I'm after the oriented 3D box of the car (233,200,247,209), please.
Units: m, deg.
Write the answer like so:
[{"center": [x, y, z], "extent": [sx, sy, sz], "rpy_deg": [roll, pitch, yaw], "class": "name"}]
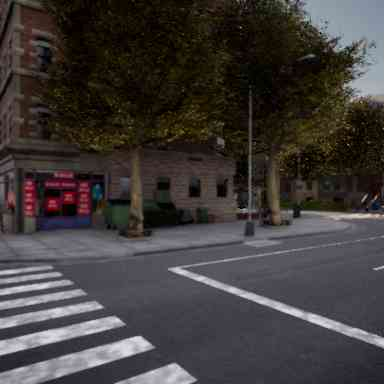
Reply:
[{"center": [5.136, 1.728, 45.898], "extent": [2.033, 1.411, 5.357], "rpy_deg": [0, 0, -35], "class": "car"}]
